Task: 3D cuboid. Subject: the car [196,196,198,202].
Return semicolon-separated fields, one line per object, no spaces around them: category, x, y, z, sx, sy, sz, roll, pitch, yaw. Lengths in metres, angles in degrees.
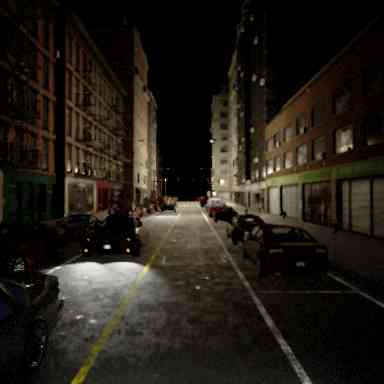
car;2.551;1.815;67.066;2.192;1.841;5.009;0;0;0

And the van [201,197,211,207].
van;2.558;1.800;61.388;1.690;1.788;3.998;0;0;0

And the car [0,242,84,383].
car;-2.855;1.572;2.901;2.033;1.411;5.357;0;0;0

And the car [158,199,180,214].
car;-2.802;1.820;40.257;1.895;1.301;4.718;0;0;0

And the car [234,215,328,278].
car;2.628;1.623;10.277;1.887;1.381;4.507;0;0;0

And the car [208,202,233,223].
car;2.604;1.751;27.314;1.887;1.381;4.507;0;0;0

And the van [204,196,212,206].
van;2.589;1.633;38.673;1.690;1.788;3.998;0;0;0

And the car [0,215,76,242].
car;-5.400;1.627;10.273;1.887;1.381;4.507;0;0;0

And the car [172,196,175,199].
car;-5.495;1.859;72.735;2.192;1.841;5.009;0;0;0

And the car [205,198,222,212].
car;2.597;1.689;32.993;1.967;1.590;4.097;0;0;0

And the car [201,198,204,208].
car;2.581;1.884;44.350;2.008;1.369;4.403;0;0;0

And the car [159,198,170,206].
car;-5.487;2.027;66.885;1.752;1.417;4.829;0;0;0

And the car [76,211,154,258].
car;-2.847;1.667;13.172;1.994;1.385;4.181;0;0;0

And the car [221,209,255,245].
car;2.620;1.703;15.956;1.802;1.307;4.206;0;0;0

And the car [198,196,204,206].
car;2.566;1.732;55.709;2.192;1.841;5.009;0;0;0

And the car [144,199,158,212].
car;-5.444;1.861;38.664;1.947;1.339;4.313;0;0;0

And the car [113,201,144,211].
car;-5.426;1.650;27.309;1.967;1.590;4.097;0;0;0

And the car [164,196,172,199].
car;-5.478;1.777;61.379;2.192;1.841;5.009;0;0;0

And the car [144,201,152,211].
car;-5.435;1.835;32.986;1.802;1.307;4.206;0;0;0

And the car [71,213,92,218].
car;-5.409;1.707;15.951;1.802;1.307;4.206;0;0;0

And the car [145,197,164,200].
car;-5.452;1.652;44.344;2.192;1.841;5.009;0;0;0
